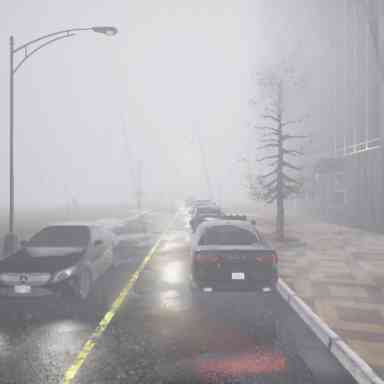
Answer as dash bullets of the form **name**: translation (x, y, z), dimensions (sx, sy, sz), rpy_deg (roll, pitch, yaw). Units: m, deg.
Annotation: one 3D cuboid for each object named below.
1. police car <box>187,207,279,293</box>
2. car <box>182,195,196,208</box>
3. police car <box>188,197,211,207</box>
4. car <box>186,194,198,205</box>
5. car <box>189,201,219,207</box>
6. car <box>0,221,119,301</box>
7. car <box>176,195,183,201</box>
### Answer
- **police car**: translation (0.893, 1.425, 9.031), dimensions (1.930, 1.638, 5.238), rpy_deg (0, 0, 0)
- **car**: translation (-0.013, 1.522, 46.523), dimensions (1.812, 1.442, 4.674), rpy_deg (0, 0, 0)
- **police car**: translation (0.880, 1.424, 25.032), dimensions (1.930, 1.638, 5.238), rpy_deg (0, 0, 0)
- **car**: translation (-0.045, 1.346, 59.948), dimensions (2.097, 1.767, 4.553), rpy_deg (0, 0, 0)
- **car**: translation (0.884, 1.504, 18.921), dimensions (1.837, 1.490, 4.892), rpy_deg (0, 0, 0)
- **car**: translation (-3.106, 1.525, 8.426), dimensions (1.812, 1.442, 4.674), rpy_deg (0, 0, 0)
- **car**: translation (-3.067, 1.482, 86.987), dimensions (2.128, 1.511, 4.902), rpy_deg (0, 0, 0)
